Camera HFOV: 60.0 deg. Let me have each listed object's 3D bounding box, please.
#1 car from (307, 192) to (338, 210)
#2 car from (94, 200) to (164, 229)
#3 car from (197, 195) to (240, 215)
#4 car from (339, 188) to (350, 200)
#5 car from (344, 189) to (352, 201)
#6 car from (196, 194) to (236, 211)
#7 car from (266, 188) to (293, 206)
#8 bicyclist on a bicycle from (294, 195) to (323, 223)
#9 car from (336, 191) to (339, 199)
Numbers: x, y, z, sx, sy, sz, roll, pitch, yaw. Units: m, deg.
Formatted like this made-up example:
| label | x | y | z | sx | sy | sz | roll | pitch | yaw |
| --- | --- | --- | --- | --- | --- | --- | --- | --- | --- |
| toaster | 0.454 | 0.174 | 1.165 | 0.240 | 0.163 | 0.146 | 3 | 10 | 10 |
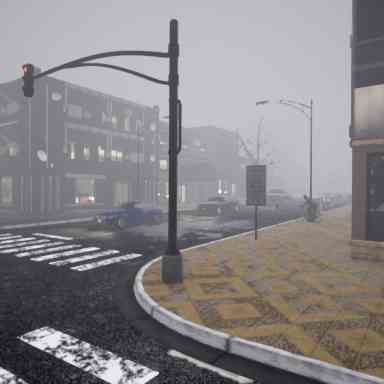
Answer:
| label | x | y | z | sx | sy | sz | roll | pitch | yaw |
| --- | --- | --- | --- | --- | --- | --- | --- | --- | --- |
| car | 12.701 | 0.994 | 33.035 | 2.008 | 1.369 | 4.403 | 2 | 2 | 35 |
| car | -3.609 | 1.248 | 19.848 | 1.812 | 1.442 | 4.674 | 1 | 1 | 37 |
| car | 2.339 | 1.029 | 28.441 | 1.882 | 1.535 | 5.008 | 1 | 2 | 35 |
| car | 24.271 | 0.573 | 54.515 | 2.033 | 1.411 | 5.357 | 1 | 1 | 36 |
| car | 25.469 | 0.620 | 51.649 | 1.887 | 1.381 | 4.507 | 2 | 2 | 35 |
| car | 2.440 | 1.012 | 33.345 | 2.008 | 1.369 | 4.403 | 2 | 2 | 35 |
| car | 10.431 | 0.543 | 40.083 | 2.150 | 2.045 | 5.566 | 1 | 1 | 35 |
| bicyclist on a bicycle | 6.821 | 1.004 | 19.567 | 1.656 | 1.620 | 0.582 | 0 | 1 | 35 |
| car | 18.587 | 0.789 | 46.281 | 1.895 | 1.301 | 4.718 | 1 | 1 | 35 |
